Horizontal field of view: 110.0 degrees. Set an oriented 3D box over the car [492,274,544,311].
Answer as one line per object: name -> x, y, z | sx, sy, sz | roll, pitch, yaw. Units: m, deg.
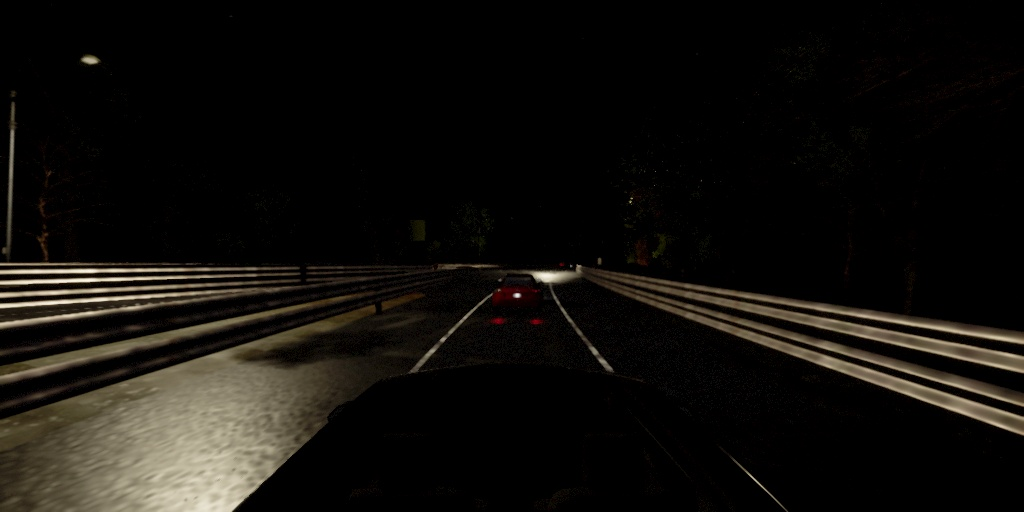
car -> 0.328, 1.445, 15.222 | 1.994, 1.385, 4.181 | 0, 0, 4
